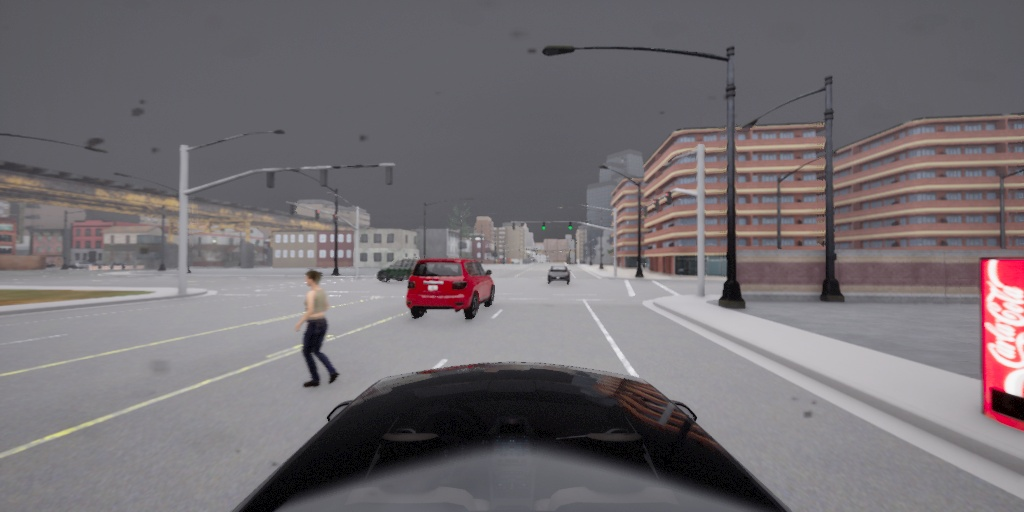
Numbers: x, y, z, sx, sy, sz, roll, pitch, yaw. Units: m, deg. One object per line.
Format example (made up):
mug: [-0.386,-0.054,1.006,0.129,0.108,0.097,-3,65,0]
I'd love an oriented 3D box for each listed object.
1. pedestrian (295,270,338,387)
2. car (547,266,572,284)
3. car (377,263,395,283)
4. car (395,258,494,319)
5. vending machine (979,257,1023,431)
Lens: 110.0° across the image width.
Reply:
pedestrian: [-3.056,1.083,5.593,0.375,1.860,0.375,0,-1,7]
car: [4.135,1.596,31.352,2.128,1.511,4.902,0,-1,9]
car: [-8.767,1.274,30.318,5.566,2.045,2.150,0,-1,25]
car: [-2.114,1.116,13.715,2.150,2.045,5.566,0,-1,7]
vending machine: [5.960,0.989,3.714,1.100,2.100,0.880,0,0,6]
